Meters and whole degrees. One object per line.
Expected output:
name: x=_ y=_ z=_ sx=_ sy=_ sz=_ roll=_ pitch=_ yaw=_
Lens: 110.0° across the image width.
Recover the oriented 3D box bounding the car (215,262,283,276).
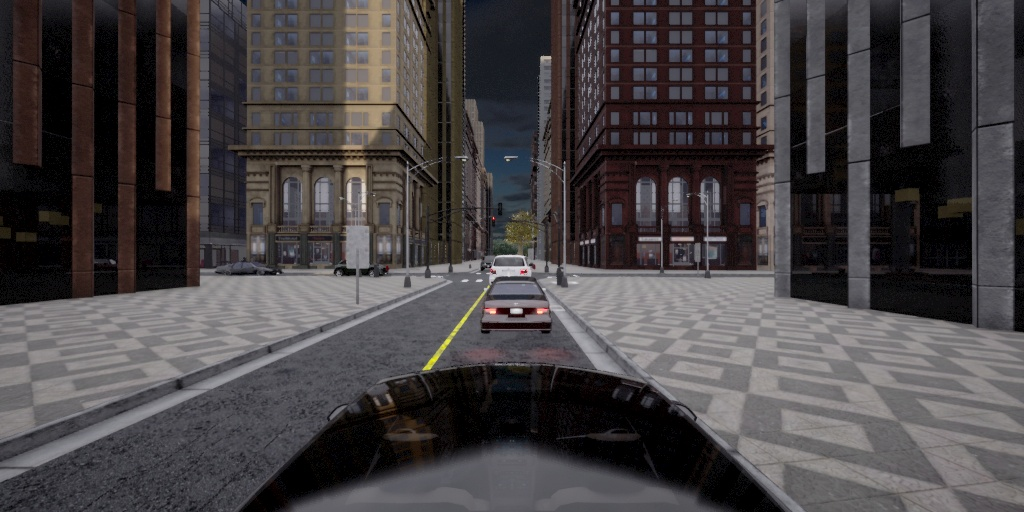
car: x=-24.442 y=1.219 z=33.372 sx=5.357 sy=1.411 sz=2.033 roll=0 pitch=0 yaw=0

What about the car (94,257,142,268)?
car: x=-37.097 y=0.992 z=33.384 sx=4.553 sy=1.767 sz=2.097 roll=0 pitch=0 yaw=1

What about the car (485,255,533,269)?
car: x=0.019 y=0.971 z=20.883 sx=2.150 sy=2.045 sz=5.566 roll=0 pitch=0 yaw=4

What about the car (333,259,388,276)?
car: x=-13.986 y=1.053 z=33.370 sx=4.553 sy=1.767 sz=2.097 roll=0 pitch=0 yaw=0

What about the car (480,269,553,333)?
car: x=0.092 y=1.297 z=10.638 sx=2.033 sy=1.411 sz=5.357 roll=0 pitch=0 yaw=0

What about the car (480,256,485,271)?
car: x=-3.124 y=0.970 z=49.514 sx=2.150 sy=2.045 sz=5.566 roll=0 pitch=0 yaw=-1
